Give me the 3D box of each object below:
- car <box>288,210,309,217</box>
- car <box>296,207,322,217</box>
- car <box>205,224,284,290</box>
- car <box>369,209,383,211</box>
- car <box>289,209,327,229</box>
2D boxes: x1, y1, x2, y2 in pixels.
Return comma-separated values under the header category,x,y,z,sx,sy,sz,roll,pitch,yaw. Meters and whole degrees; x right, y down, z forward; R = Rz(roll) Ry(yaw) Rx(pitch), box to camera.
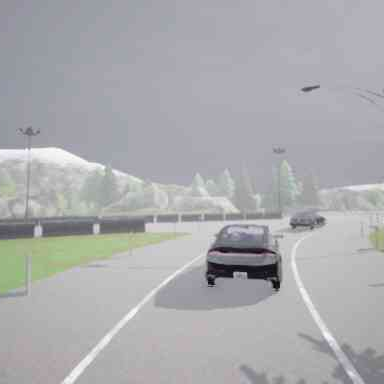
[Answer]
category,x,y,z,sx,sy,sz,roll,pitch,yaw
car,24.916,5.001,78.058,4.674,1.442,1.812,1,-4,-25
car,26.332,4.499,74.883,5.566,2.045,2.150,1,-4,-25
car,1.604,1.679,9.705,2.128,1.511,4.902,-1,-2,13
car,42.209,4.793,78.276,4.892,1.490,1.837,1,-4,-24
car,10.109,2.420,28.787,2.033,1.411,5.357,-1,-2,36
